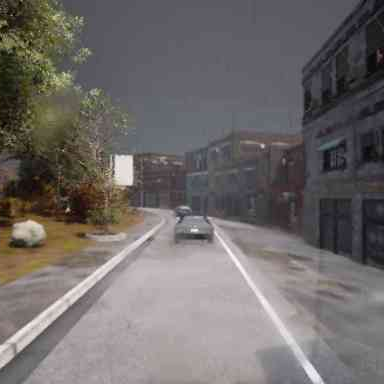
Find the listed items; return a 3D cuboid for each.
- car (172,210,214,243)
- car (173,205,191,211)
[{"bbox_3d":[0.105,1.824,17.585,1.994,1.385,4.181,0,-1,0],"label":"car"},{"bbox_3d":[-1.072,2.232,38.508,1.812,1.442,4.674,0,-1,-10],"label":"car"}]
